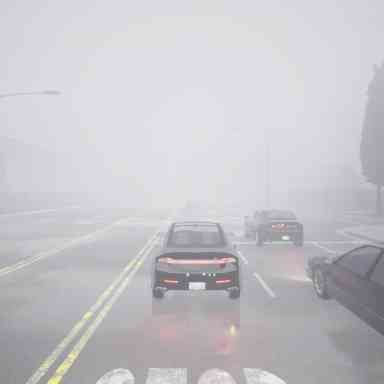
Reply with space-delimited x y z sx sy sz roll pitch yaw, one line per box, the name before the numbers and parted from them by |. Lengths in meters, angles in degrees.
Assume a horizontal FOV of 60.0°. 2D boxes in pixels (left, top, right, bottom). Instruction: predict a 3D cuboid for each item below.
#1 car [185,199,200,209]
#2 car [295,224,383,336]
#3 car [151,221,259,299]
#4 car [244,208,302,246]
car | 0.038 1.601 44.127 1.895 1.301 4.718 0 0 0
car | 3.593 1.547 5.410 2.033 1.411 5.357 0 0 0
car | 0.089 1.492 8.459 2.128 1.511 4.902 0 0 0
car | 3.579 1.505 15.157 1.837 1.490 4.892 0 0 0
